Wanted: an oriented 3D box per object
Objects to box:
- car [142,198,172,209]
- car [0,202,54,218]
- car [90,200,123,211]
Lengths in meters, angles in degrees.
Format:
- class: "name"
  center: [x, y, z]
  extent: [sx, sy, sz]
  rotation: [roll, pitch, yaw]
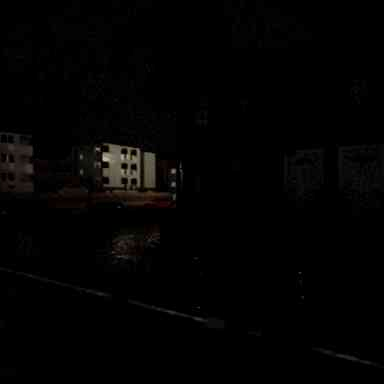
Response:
- class: "car"
  center: [-5.178, 1.667, 49.488]
  extent: [2.097, 1.767, 4.553]
  rotation: [-1, 0, 43]
- class: "car"
  center: [-16.903, 1.815, 34.658]
  extent: [2.128, 1.511, 4.902]
  rotation: [-1, 0, 37]
- class: "car"
  center: [-11.999, 1.844, 46.732]
  extent: [2.128, 1.511, 4.902]
  rotation: [-1, 0, 39]
